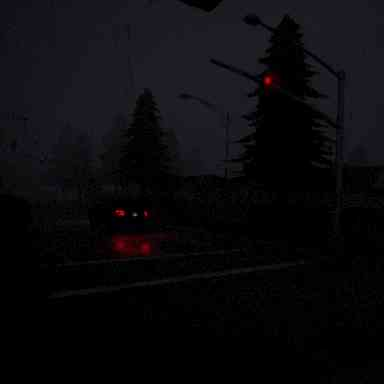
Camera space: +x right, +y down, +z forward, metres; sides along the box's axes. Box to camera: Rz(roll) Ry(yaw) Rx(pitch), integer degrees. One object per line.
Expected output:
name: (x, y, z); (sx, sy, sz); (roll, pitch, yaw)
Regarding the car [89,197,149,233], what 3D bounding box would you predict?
car: (-4.652, 1.308, 20.770); (2.150, 2.045, 5.566); (3, 0, -34)
